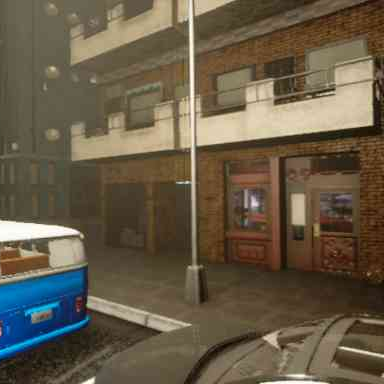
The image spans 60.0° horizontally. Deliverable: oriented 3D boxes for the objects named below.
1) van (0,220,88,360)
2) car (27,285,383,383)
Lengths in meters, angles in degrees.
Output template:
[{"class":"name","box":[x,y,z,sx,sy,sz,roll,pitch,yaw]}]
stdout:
[{"class":"van","box":[-3.415,1.353,5.329,3.998,1.788,1.690,0,-1,36]},{"class":"car","box":[1.126,1.551,2.086,4.403,1.369,2.008,0,-1,36]}]
